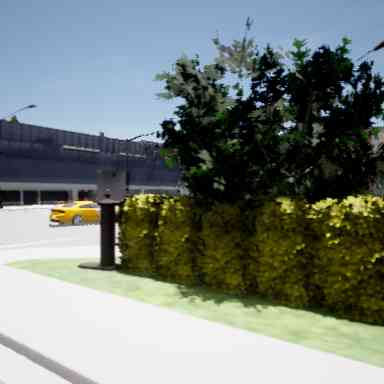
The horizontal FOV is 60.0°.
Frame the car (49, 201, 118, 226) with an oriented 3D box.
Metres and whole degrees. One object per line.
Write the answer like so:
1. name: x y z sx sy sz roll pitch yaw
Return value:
1. car: -7.157 1.389 22.666 1.882 1.535 5.008 0 0 35
